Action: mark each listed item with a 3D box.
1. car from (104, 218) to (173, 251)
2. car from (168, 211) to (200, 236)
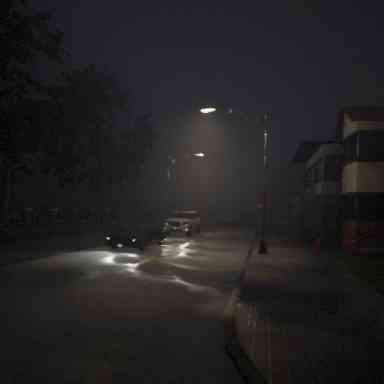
[{"bbox_3d":[-2.986,2.396,18.966,2.033,1.411,5.357,2,-3,12],"label":"car"},{"bbox_3d":[-0.734,2.684,29.213,2.150,2.045,5.566,2,-3,13],"label":"car"}]
